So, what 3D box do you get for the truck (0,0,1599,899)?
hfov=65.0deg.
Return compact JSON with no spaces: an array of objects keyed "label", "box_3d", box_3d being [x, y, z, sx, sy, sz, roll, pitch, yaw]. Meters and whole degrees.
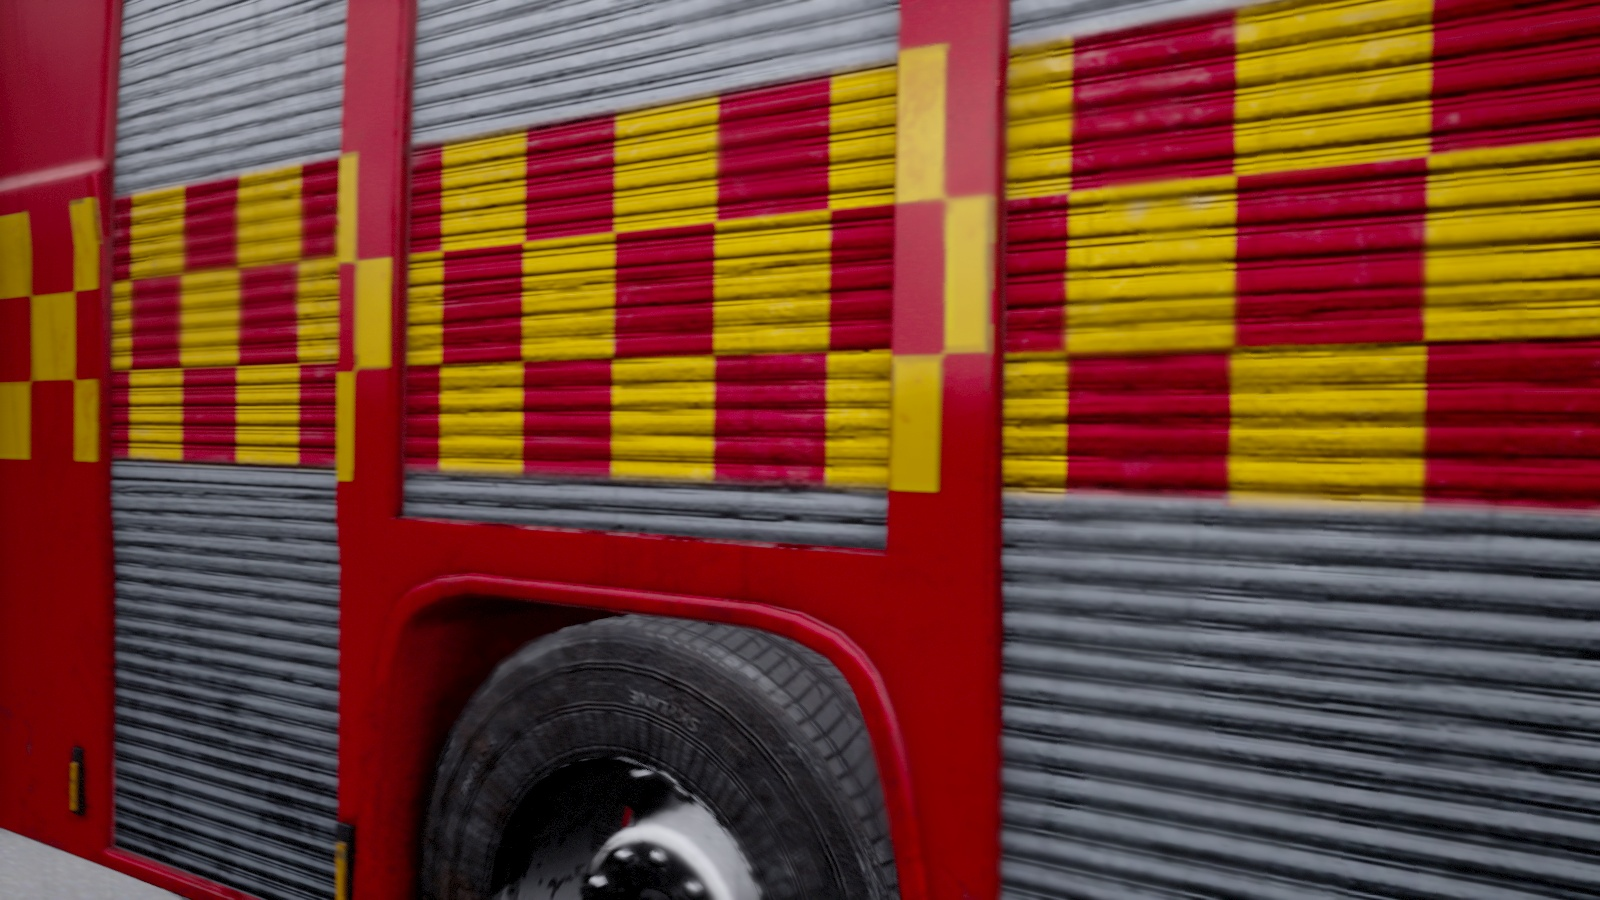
[{"label":"truck","box_3d":[-1.867,-0.482,4.843,8.468,3.827,2.891,0,1,34]}]
